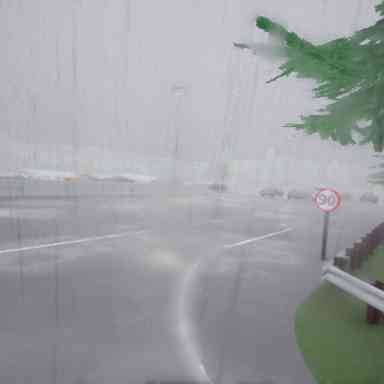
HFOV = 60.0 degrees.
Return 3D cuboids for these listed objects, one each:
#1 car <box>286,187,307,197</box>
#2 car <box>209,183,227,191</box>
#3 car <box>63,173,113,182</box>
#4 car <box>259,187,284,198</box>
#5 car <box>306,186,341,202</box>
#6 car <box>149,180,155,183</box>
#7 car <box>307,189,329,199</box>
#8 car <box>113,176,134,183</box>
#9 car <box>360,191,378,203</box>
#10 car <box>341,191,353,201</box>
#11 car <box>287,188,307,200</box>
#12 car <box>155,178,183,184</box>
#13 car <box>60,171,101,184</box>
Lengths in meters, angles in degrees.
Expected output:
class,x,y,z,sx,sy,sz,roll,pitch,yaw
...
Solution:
class,x,y,z,sx,sy,sz,roll,pitch,yaw
car,17.589,0.012,55.826,1.994,1.385,4.181,6,4,35
car,3.813,-0.884,54.437,1.895,1.301,4.718,6,4,35
car,-10.675,-0.893,33.863,1.994,1.385,4.181,6,4,35
car,11.292,0.010,46.838,2.033,1.411,5.357,6,4,35
car,17.053,0.315,42.859,2.150,2.045,5.566,6,4,35
car,-5.287,-1.877,59.644,2.033,1.411,5.357,6,4,35
car,20.494,0.309,53.894,2.033,1.411,5.357,6,4,35
car,-10.399,-1.546,46.311,2.033,1.411,5.357,6,4,35
car,27.707,0.743,51.963,2.097,1.767,4.553,6,4,35
car,24.698,0.553,53.769,1.882,1.535,5.008,6,3,35
car,14.661,0.340,45.563,1.994,1.385,4.181,6,4,35
car,-3.523,-1.604,56.131,1.837,1.490,4.892,6,3,36
car,-15.194,-1.928,45.570,1.882,1.535,5.008,6,3,35
